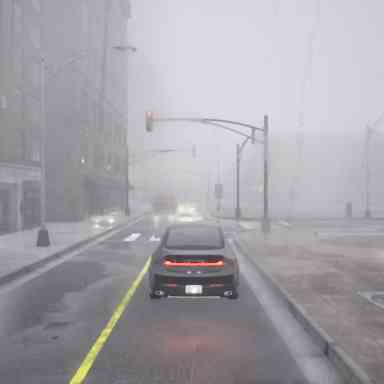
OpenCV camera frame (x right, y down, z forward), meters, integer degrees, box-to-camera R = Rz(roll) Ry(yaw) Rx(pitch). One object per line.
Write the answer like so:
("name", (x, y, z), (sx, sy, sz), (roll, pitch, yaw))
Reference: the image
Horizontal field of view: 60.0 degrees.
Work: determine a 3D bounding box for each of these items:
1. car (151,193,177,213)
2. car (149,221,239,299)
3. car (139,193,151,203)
("car", (-2.827, 1.217, 36.505), (2.150, 2.045, 5.566), (0, 0, 1))
("car", (0.060, 1.502, 8.409), (1.837, 1.490, 4.892), (0, 0, 1))
("car", (-8.388, 1.266, 70.080), (5.566, 2.045, 2.150), (0, 0, 9))
